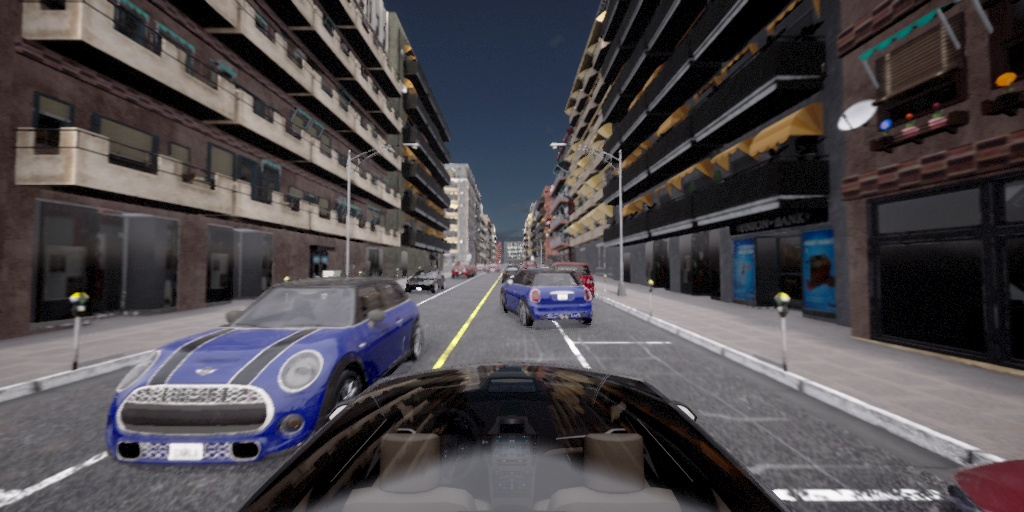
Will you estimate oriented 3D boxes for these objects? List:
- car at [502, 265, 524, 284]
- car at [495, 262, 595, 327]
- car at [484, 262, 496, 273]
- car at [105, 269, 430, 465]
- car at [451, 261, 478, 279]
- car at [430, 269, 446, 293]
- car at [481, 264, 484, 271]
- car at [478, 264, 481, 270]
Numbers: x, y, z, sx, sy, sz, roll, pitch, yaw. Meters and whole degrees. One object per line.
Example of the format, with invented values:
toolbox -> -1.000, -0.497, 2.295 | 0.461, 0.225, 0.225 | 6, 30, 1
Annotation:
car -> 0.089, 1.575, 31.745 | 1.812, 1.442, 4.674 | 0, -1, 0
car -> 0.967, 1.201, 12.249 | 2.097, 1.767, 4.553 | 0, -1, -13
car -> -2.768, 1.828, 53.615 | 1.812, 1.442, 4.674 | 0, -1, 0
car -> -2.852, 1.136, 5.384 | 2.097, 1.767, 4.553 | 0, -1, 0
car -> -5.321, 1.445, 39.121 | 2.192, 1.841, 5.009 | 0, 0, 0
car -> -5.318, 1.517, 22.533 | 1.948, 1.339, 4.313 | 0, 0, 0
car -> -5.325, 1.979, 61.244 | 1.802, 1.307, 4.207 | 0, 0, 0
car -> -5.322, 1.739, 44.652 | 1.888, 1.381, 4.507 | 0, 0, 0
